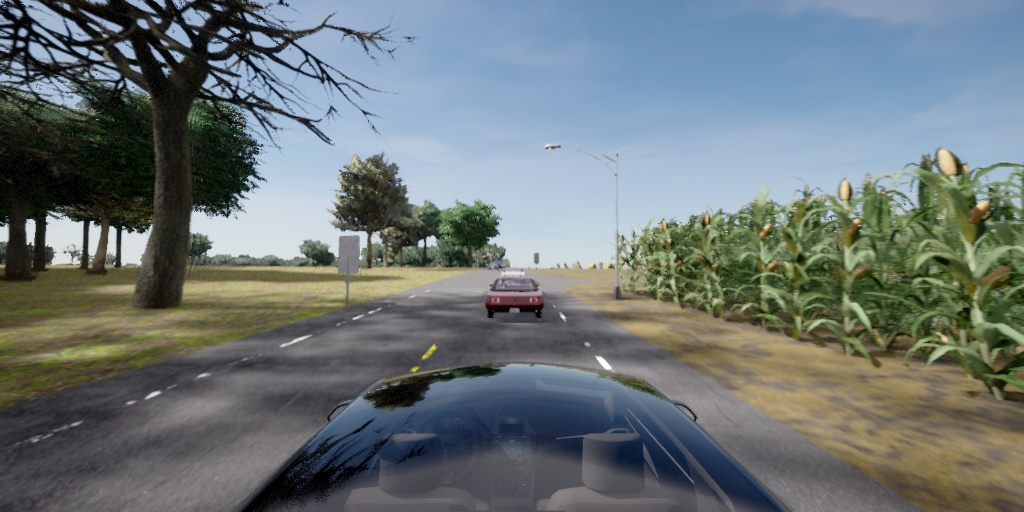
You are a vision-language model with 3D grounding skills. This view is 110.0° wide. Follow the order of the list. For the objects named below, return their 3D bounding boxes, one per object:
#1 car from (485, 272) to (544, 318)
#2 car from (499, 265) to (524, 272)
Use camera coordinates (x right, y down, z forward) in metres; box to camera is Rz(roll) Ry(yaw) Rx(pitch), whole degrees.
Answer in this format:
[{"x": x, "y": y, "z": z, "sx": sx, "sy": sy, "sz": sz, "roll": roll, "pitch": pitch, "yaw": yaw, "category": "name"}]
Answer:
[{"x": 0.089, "y": 1.453, "z": 13.582, "sx": 1.895, "sy": 1.301, "sz": 4.718, "roll": 0, "pitch": 0, "yaw": 0, "category": "car"}, {"x": 0.101, "y": 1.593, "z": 30.217, "sx": 1.895, "sy": 1.301, "sz": 4.718, "roll": 0, "pitch": -1, "yaw": 0, "category": "car"}]
